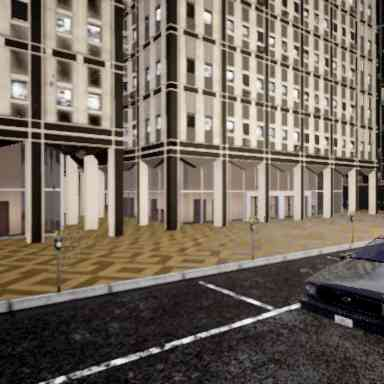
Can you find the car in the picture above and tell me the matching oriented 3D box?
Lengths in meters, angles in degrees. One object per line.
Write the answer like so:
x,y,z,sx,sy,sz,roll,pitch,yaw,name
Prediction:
4.443,1.552,6.552,5.357,1.411,2.033,0,0,-36,car
